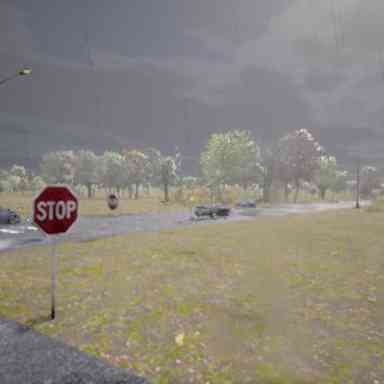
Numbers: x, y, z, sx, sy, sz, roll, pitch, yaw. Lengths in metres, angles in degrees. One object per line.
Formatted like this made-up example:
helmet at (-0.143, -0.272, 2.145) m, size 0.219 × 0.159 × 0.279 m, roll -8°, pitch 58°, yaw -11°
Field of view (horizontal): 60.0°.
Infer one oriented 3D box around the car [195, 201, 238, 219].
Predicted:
car at (2.192, 1.810, 32.754) m, size 2.128 × 1.511 × 4.902 m, roll 1°, pitch 0°, yaw 36°

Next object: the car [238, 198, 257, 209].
car at (8.632, 1.757, 53.600) m, size 2.097 × 1.767 × 4.553 m, roll 1°, pitch 0°, yaw 36°

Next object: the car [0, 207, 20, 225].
car at (-13.934, 1.615, 22.406) m, size 1.994 × 1.385 × 4.181 m, roll 1°, pitch 0°, yaw 36°
